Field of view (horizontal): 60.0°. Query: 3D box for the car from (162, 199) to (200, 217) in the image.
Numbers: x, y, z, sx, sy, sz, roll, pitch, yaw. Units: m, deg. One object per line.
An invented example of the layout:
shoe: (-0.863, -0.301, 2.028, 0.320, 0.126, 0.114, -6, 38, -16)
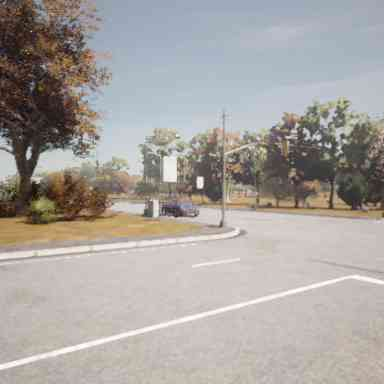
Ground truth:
car: (-1.134, 1.509, 32.932, 2.097, 1.767, 4.553, 1, 0, -32)
